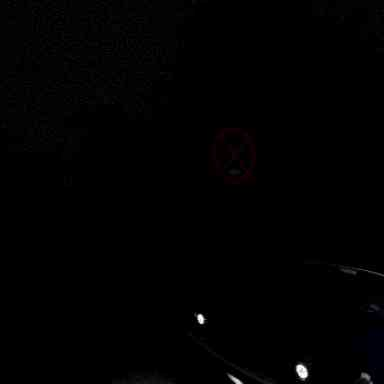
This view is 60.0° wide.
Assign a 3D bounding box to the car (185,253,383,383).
[{"bbox_3d":[2.266,1.649,4.689,4.718,1.301,1.895,1,0,-36],"label":"car"}]
